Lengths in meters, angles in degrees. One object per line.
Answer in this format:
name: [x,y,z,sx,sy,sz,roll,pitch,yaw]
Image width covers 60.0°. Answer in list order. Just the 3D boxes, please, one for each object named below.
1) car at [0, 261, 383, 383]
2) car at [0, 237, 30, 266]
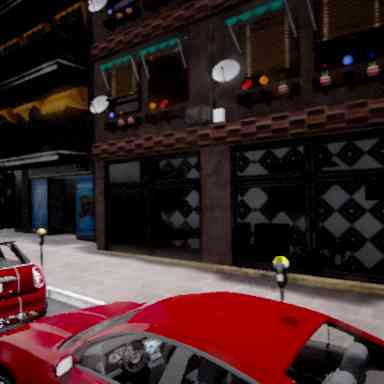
car: [0.054,1.543,2.706,4.507,1.381,1.887,0,-1,36]
car: [-4.444,1.430,5.927,4.097,1.590,1.967,0,-1,36]
